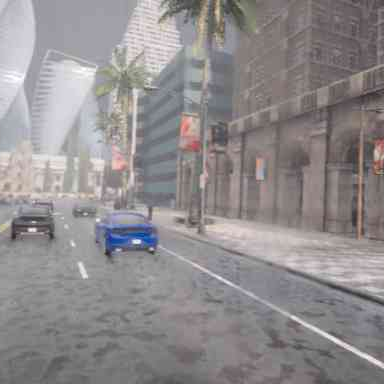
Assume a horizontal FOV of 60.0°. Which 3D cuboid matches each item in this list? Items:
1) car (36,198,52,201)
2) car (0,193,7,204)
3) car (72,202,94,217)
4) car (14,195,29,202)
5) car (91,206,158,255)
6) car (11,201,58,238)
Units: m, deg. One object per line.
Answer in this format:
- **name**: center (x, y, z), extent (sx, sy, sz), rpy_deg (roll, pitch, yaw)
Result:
- **car**: center (-14.591, 1.359, 32.799), extent (1.882, 1.535, 5.008), rpy_deg (2, -1, -23)
- **car**: center (-30.352, 0.901, 52.011), extent (2.097, 1.767, 4.553), rpy_deg (2, -1, -22)
- **car**: center (-10.173, 1.624, 31.285), extent (1.895, 1.301, 4.718), rpy_deg (2, -1, -23)
- **car**: center (-26.502, 1.192, 51.813), extent (1.837, 1.490, 4.892), rpy_deg (2, -1, -22)
- **car**: center (-2.843, 1.547, 13.714), extent (1.882, 1.535, 5.008), rpy_deg (2, -1, -22)
- **car**: center (-7.983, 1.428, 16.967), extent (1.837, 1.490, 4.892), rpy_deg (2, -1, -23)
